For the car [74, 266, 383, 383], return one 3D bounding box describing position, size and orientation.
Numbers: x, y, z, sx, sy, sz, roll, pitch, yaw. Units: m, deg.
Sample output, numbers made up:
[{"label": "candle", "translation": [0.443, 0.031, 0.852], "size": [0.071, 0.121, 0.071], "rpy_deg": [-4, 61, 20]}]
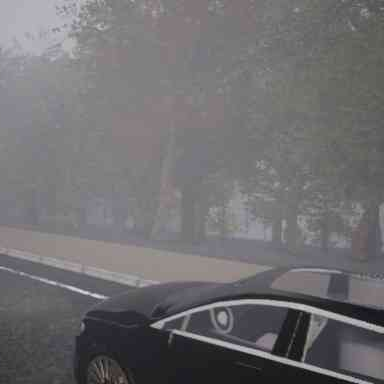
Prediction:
[{"label": "car", "translation": [0.926, 1.481, 3.024], "size": [4.902, 1.511, 2.128], "rpy_deg": [1, 1, 35]}]
